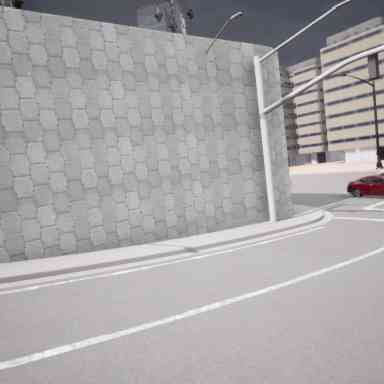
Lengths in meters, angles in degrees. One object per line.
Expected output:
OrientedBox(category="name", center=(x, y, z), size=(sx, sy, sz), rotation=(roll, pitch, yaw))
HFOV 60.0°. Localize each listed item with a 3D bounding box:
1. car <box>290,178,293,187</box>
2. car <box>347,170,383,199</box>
OrientedBox(category="car", center=(7.784, -1.142, 33.174), size=(2.097, 1.767, 4.553), rotation=(-10, 6, -35))
OrientedBox(category="car", center=(11.912, -0.385, 20.626), size=(1.812, 1.442, 4.674), rotation=(-9, 5, -26))
